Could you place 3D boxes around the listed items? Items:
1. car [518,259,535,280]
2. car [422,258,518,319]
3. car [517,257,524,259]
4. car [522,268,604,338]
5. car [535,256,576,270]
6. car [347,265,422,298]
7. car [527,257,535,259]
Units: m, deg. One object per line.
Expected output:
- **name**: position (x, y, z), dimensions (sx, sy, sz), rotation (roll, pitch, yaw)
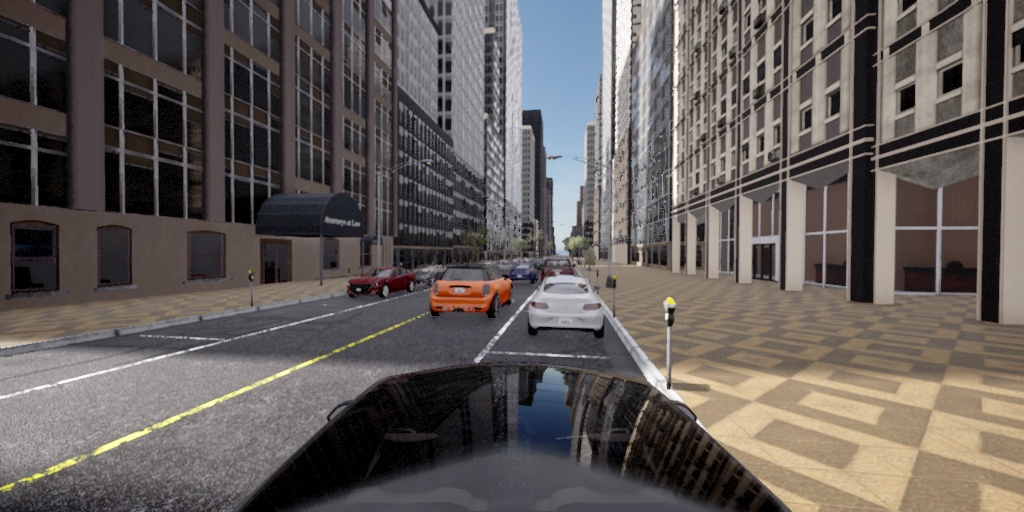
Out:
- **car**: position (0.871, 1.198, 26.440), dimensions (1.812, 1.442, 4.674), rotation (0, 0, 9)
- **car**: position (-1.250, 1.058, 12.906), dimensions (2.097, 1.767, 4.553), rotation (0, 0, 9)
- **car**: position (0.487, 1.127, 62.663), dimensions (1.802, 1.307, 4.207), rotation (0, 0, 9)
- **car**: position (1.514, 1.256, 10.116), dimensions (1.812, 1.442, 4.674), rotation (0, 0, 9)
- **car**: position (2.847, 1.013, 22.073), dimensions (2.192, 1.841, 5.009), rotation (0, 0, 9)
- **car**: position (-6.287, 1.203, 17.702), dimensions (1.888, 1.381, 4.507), rotation (0, 0, 9)
- **car**: position (3.365, 0.983, 42.949), dimensions (2.097, 1.767, 4.553), rotation (0, 0, 9)
